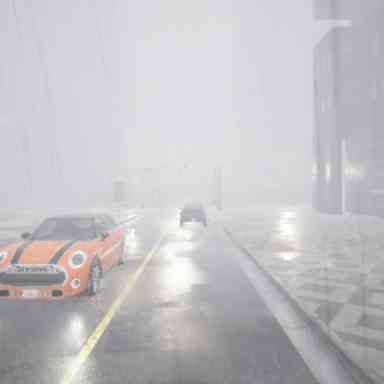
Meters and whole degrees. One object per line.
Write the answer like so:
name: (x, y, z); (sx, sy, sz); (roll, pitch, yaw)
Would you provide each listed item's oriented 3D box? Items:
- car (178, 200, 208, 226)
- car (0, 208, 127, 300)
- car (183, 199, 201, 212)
car: (0.095, 1.529, 23.698); (1.837, 1.490, 4.892); (0, 0, 0)
car: (-3.101, 1.360, 8.618); (2.097, 1.767, 4.553); (0, 0, 0)
car: (0.054, 1.599, 39.851); (1.994, 1.385, 4.181); (0, 0, 1)
